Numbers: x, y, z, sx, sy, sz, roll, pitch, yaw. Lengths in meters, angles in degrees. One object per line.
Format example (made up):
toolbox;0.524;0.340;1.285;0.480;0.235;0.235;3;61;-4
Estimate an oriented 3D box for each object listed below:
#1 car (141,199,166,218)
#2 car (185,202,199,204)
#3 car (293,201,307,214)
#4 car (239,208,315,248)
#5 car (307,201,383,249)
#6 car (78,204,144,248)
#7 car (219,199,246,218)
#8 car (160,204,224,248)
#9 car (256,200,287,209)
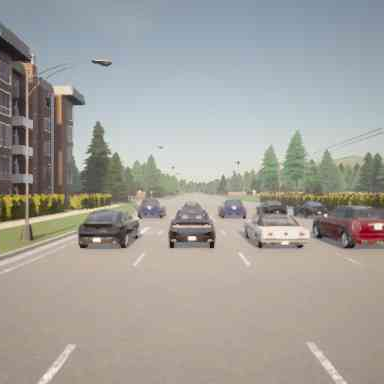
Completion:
car;-3.500;1.363;29.620;2.097;1.767;4.553;0;0;0
car;0.000;1.570;29.650;1.994;1.385;4.181;0;0;0
car;10.500;1.531;29.650;1.812;1.442;4.674;0;0;0
car;3.500;1.614;14.680;1.895;1.301;4.718;0;0;0
car;7.000;1.363;14.620;2.097;1.767;4.553;0;0;0
car;-3.500;1.513;14.650;1.837;1.490;4.892;0;0;0
car;3.500;1.364;29.620;2.097;1.767;4.553;0;0;0
car;0.000;1.492;14.650;2.128;1.511;4.902;0;0;0
car;7.000;1.482;29.650;1.882;1.535;5.008;0;0;0
